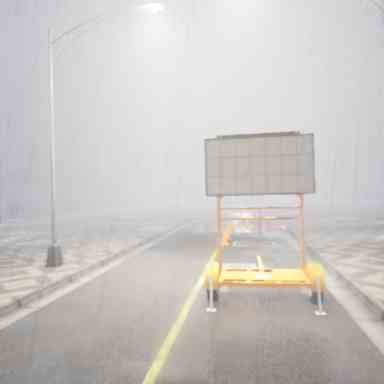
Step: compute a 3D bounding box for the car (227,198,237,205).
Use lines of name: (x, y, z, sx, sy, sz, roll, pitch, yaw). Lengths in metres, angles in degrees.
car: (7.786, 1.777, 64.352, 2.033, 1.411, 5.357, -2, 0, 9)

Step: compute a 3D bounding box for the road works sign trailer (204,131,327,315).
road works sign trailer: (1.533, 0.475, 7.587, 2.380, 3.560, 2.880, -2, 0, 9)
